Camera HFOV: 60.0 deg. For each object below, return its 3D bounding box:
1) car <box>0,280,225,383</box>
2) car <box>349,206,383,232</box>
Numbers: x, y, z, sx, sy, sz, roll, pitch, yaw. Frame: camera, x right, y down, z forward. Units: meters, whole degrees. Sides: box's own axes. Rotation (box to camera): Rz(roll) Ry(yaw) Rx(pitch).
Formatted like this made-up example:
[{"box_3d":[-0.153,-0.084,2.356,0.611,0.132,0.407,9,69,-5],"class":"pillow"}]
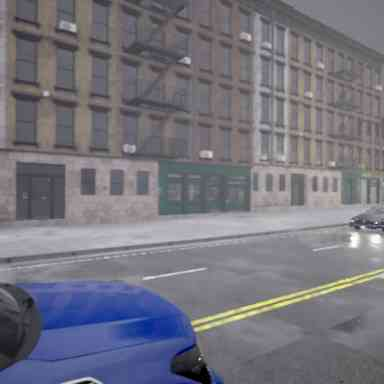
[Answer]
[{"box_3d":[-2.395,1.215,1.731,5.566,2.045,2.150,1,0,-35],"class":"car"},{"box_3d":[11.636,1.535,19.969,5.357,1.411,2.033,0,0,-35],"class":"car"}]
